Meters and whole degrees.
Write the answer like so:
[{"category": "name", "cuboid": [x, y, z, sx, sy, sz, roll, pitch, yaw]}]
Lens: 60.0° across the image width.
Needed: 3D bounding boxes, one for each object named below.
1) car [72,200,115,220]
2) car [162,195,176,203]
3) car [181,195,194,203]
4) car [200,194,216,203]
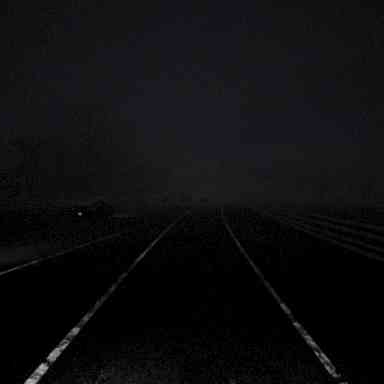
[{"category": "car", "cuboid": [-7.573, 1.354, 25.837, 1.812, 1.442, 4.674, 0, 0, 9]}, {"category": "car", "cuboid": [-4.398, 1.399, 63.397, 1.837, 1.490, 4.892, 0, 0, 12]}, {"category": "car", "cuboid": [-0.812, 1.400, 63.469, 1.837, 1.490, 4.892, 0, 0, 12]}, {"category": "car", "cuboid": [2.751, 1.496, 63.550, 1.895, 1.301, 4.718, 0, 0, 12]}]
